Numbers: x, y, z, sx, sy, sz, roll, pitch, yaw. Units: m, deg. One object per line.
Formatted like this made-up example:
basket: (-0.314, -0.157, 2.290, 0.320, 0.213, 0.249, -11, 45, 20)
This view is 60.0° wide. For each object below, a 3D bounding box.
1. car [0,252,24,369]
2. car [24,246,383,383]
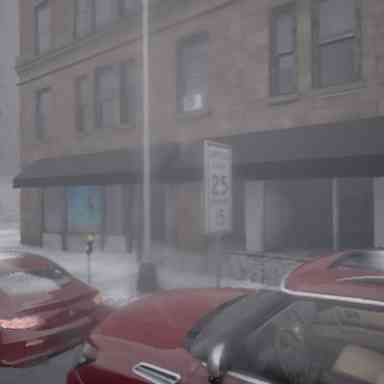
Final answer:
car: (-3.154, 1.637, 5.328, 4.206, 1.307, 1.802, -1, 0, 35)
car: (1.341, 1.316, 2.124, 5.009, 1.841, 2.192, -1, 0, 35)
